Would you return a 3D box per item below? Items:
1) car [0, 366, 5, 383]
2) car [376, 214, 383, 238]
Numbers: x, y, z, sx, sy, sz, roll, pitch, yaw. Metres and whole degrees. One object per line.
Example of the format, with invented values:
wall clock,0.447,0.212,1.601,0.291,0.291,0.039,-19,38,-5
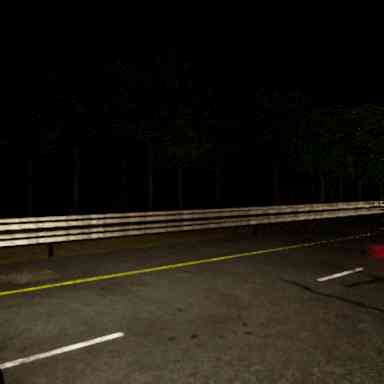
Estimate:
car,-3.528,1.493,1.230,5.008,1.535,1.882,-1,0,-35
car,10.448,1.376,15.472,4.892,1.490,1.837,-1,0,-35
